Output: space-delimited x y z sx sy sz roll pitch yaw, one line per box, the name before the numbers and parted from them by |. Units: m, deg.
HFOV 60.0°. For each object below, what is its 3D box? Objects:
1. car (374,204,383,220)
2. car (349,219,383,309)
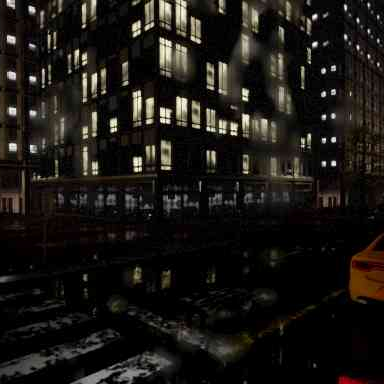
car | 15.563 1.405 25.652 1.967 1.590 4.097 -1 0 45
car | 5.055 1.470 7.070 1.882 1.535 5.008 0 0 45
